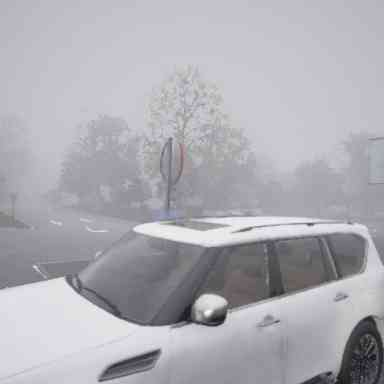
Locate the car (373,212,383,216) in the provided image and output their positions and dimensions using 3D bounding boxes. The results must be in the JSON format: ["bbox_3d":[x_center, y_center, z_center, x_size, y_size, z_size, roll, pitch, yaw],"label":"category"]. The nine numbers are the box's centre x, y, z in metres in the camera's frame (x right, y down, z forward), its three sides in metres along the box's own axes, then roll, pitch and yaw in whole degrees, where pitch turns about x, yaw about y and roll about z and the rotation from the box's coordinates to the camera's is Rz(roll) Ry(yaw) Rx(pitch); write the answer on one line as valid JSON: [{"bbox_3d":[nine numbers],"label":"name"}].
[{"bbox_3d":[25.350,3.397,44.390,2.002,1.452,4.674,3,-2,-35],"label":"car"}]

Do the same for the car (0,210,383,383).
[{"bbox_3d":[0.142,1.331,3.766,5.566,2.045,2.150,2,-1,-36],"label":"car"}]

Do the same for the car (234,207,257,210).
[{"bbox_3d":[2.914,2.245,28.518,2.002,1.452,4.674,3,-2,-36],"label":"car"}]

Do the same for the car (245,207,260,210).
[{"bbox_3d":[5.466,2.211,30.407,2.185,1.767,4.553,3,-2,-35],"label":"car"}]
